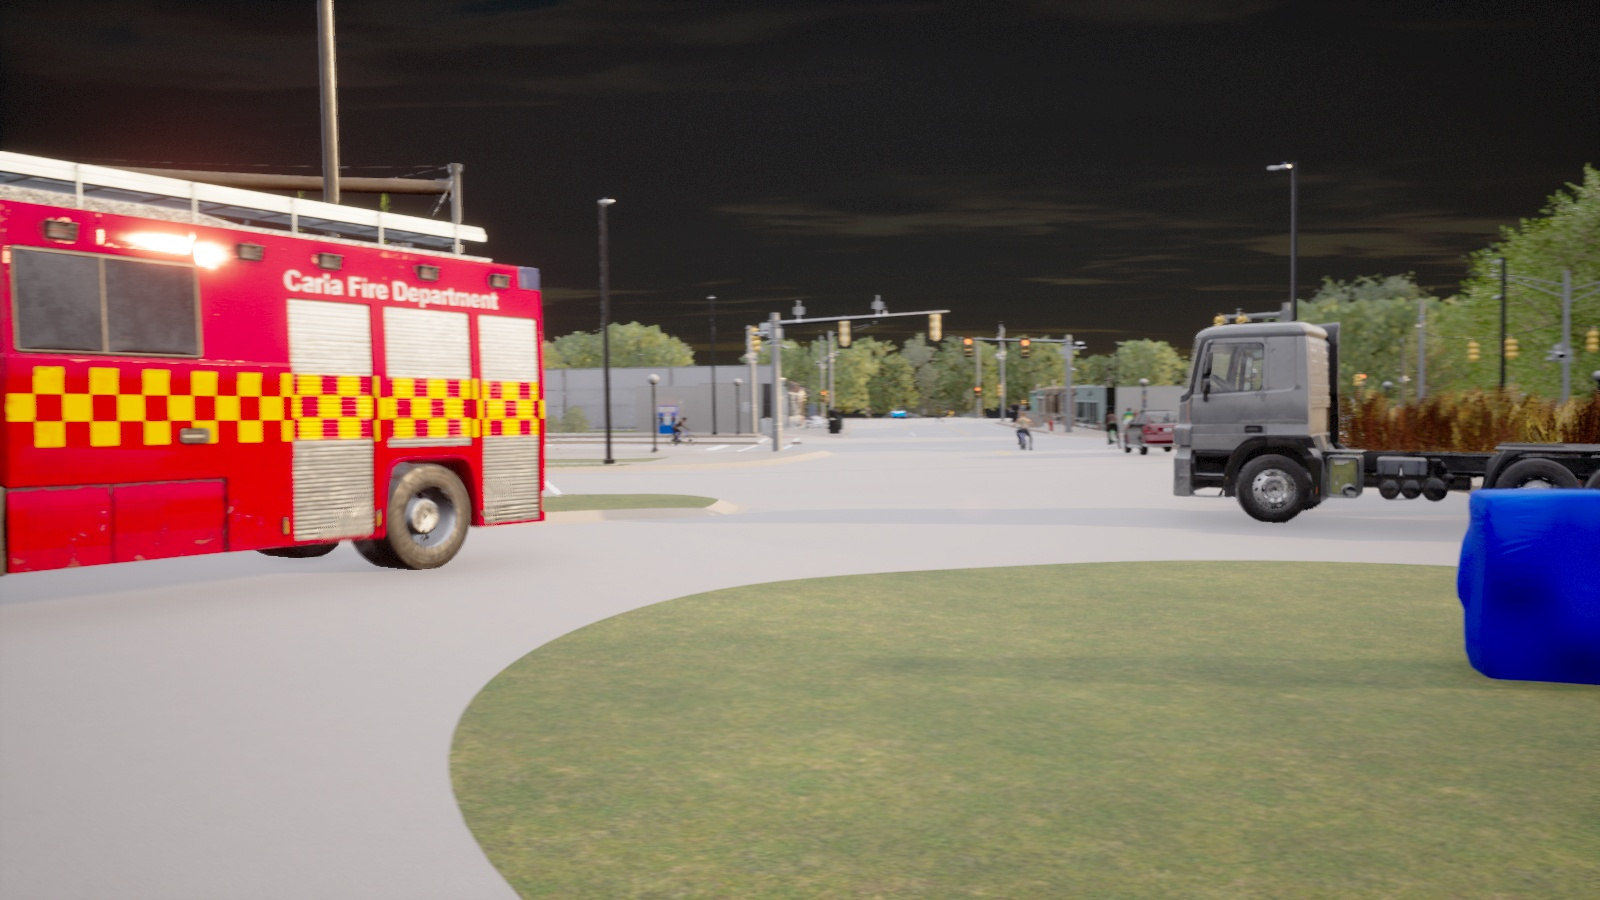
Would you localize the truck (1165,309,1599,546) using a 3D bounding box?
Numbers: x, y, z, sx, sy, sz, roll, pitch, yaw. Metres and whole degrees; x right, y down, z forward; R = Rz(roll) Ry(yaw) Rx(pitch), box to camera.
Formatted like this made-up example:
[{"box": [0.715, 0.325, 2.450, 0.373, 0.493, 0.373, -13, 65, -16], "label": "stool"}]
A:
[{"box": [10.456, -0.429, 20.781, 7.936, 3.462, 2.891, 2, 3, 31], "label": "truck"}]

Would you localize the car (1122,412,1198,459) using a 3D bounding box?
[{"box": [12.683, -0.548, 44.460, 1.789, 1.549, 3.705, -1, 2, 3], "label": "car"}]

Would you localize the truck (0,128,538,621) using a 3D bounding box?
[{"box": [-6.592, -0.632, 11.808, 2.891, 3.827, 8.468, 1, 2, 34], "label": "truck"}]
